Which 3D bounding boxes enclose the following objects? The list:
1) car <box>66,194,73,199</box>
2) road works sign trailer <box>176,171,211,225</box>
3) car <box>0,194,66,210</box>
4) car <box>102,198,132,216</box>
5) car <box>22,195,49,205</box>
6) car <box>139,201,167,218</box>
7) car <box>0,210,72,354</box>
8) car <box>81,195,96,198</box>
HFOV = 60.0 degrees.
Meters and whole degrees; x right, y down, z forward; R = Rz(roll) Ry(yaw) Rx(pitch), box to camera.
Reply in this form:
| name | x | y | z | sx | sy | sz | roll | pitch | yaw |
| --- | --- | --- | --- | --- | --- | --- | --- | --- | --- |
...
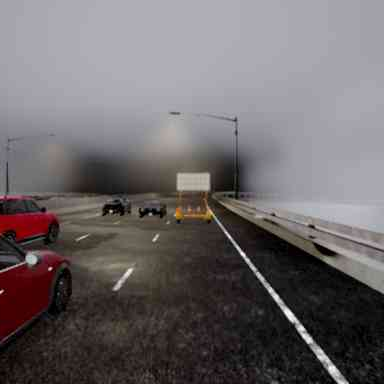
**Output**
| name | x | y | z | sx | sy | sz | roll | pitch | yaw |
| --- | --- | --- | --- | --- | --- | --- | --- | --- | --- |
| car | -20.528 | 1.061 | 52.648 | 2.097 | 1.767 | 4.553 | 0 | 0 | 2 |
| road works sign trailer | 0.102 | 0.338 | 22.910 | 2.380 | 3.560 | 2.880 | 0 | 0 | 1 |
| car | -6.864 | 1.156 | 12.134 | 2.150 | 2.045 | 5.566 | 0 | 0 | 0 |
| car | -6.717 | 1.339 | 30.125 | 1.837 | 1.490 | 4.892 | 0 | 0 | 1 |
| car | -24.063 | 1.222 | 51.289 | 1.837 | 1.490 | 4.892 | 0 | 0 | 1 |
| car | -3.238 | 1.444 | 28.400 | 1.895 | 1.301 | 4.718 | 0 | 0 | 1 |
| car | -3.388 | 1.326 | 4.653 | 2.097 | 1.767 | 4.553 | 0 | 0 | 0 |
| car | -16.984 | 1.200 | 54.770 | 1.837 | 1.490 | 4.892 | 0 | 1 | 2 |
